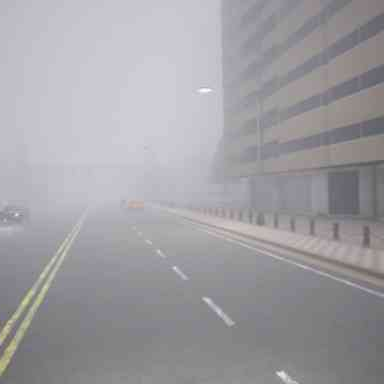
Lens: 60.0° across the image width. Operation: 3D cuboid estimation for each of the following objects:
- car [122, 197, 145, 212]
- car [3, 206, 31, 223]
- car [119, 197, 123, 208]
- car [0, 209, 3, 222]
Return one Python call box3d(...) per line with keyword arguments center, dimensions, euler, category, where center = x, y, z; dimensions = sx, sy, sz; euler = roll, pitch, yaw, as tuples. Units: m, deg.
box3d(center=(-6.621, 1.430, 38.246), dimensions=(1.882, 1.535, 5.008), euler=(-1, 0, -15), category="car")
box3d(center=(-14.547, 1.795, 27.118), dimensions=(1.895, 1.301, 4.718), euler=(-1, 0, -16), category="car")
box3d(center=(-9.489, 1.438, 48.333), dimensions=(1.882, 1.535, 5.008), euler=(-1, 1, -15), category="car")
box3d(center=(-11.757, 1.735, 17.107), dimensions=(2.033, 1.411, 5.357), euler=(-1, 0, -16), category="car")
